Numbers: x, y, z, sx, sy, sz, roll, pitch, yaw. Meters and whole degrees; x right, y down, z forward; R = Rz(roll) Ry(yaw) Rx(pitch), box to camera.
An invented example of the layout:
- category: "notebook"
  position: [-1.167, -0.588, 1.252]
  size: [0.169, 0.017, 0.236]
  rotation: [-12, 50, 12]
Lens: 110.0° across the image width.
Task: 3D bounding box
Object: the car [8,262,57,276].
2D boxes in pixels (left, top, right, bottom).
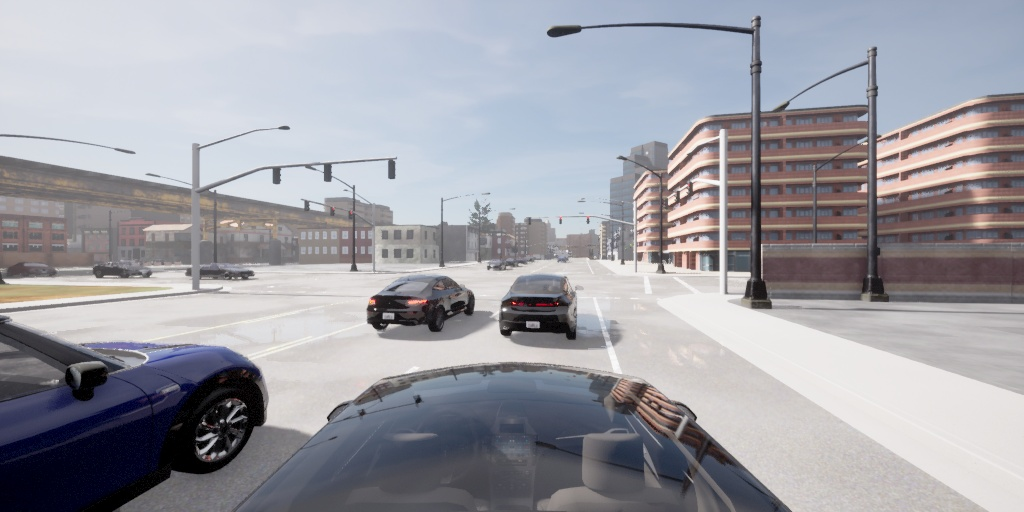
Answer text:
- category: "car"
  position: [-46.608, 1.275, 34.776]
  size: [4.674, 1.442, 1.812]
  rotation: [0, 0, 19]

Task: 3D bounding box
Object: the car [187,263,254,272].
- category: "car"
  position: [-24.883, 1.297, 30.548]
  size: [5.357, 1.411, 2.033]
  rotation: [0, 0, 10]

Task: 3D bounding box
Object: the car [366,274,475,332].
- category: "car"
  position: [-2.531, 1.276, 10.848]
  size: [1.812, 1.442, 4.674]
  rotation: [0, 0, 11]

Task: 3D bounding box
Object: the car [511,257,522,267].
- category: "car"
  position: [-0.198, 0.957, 57.261]
  size: [1.882, 1.535, 5.008]
  rotation: [0, 1, 11]

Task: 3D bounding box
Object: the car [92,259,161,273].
- category: "car"
  position: [-35.134, 1.241, 32.371]
  size: [4.902, 1.511, 2.128]
  rotation: [0, 0, 10]

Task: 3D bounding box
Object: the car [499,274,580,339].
- category: "car"
  position: [0.914, 1.255, 10.206]
  size: [1.837, 1.490, 4.892]
  rotation: [0, 0, 11]

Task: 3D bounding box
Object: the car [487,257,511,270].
- category: "car"
  position: [-2.002, 1.106, 47.985]
  size: [2.128, 1.511, 4.902]
  rotation: [0, 1, 11]

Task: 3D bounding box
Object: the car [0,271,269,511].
- category: "car"
  position: [-3.858, 1.102, 2.072]
  size: [2.097, 1.767, 4.553]
  rotation: [0, 0, 6]
